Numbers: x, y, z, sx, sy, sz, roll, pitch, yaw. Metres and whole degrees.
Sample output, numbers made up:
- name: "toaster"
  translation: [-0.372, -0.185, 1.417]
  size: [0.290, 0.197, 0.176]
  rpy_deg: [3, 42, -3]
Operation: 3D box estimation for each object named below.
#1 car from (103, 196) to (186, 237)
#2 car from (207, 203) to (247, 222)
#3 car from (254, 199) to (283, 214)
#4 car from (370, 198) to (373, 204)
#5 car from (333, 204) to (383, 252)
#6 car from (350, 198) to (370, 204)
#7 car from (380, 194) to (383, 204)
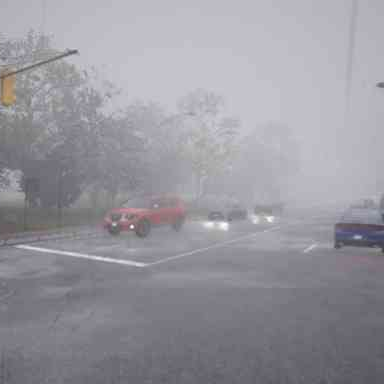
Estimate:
- name: "car"
  translation: [-2.440, 1.237, 18.653]
  size: [2.150, 2.045, 5.566]
  rpy_deg: [0, 0, 30]
- name: "car"
  translation: [2.894, 1.580, 27.026]
  size: [1.994, 1.385, 4.181]
  rpy_deg: [0, 0, 32]
- name: "car"
  translation: [8.237, 1.495, 35.467]
  size: [1.882, 1.535, 5.008]
  rpy_deg: [0, 0, 32]
- name: "car"
  translation: [27.363, 1.612, 52.294]
  size: [1.895, 1.301, 4.718]
  rpy_deg: [0, 0, 32]
- name: "car"
  translation: [7.311, 1.480, 14.077]
  size: [1.882, 1.535, 5.008]
  rpy_deg: [0, 0, 33]
- name: "car"
  translation: [21.867, 1.536, 43.618]
  size: [1.812, 1.442, 4.674]
  rpy_deg: [0, 0, 32]
- name: "car"
  translation: [25.530, 1.229, 42.834]
  size: [2.150, 2.045, 5.566]
  rpy_deg: [0, 0, 32]
